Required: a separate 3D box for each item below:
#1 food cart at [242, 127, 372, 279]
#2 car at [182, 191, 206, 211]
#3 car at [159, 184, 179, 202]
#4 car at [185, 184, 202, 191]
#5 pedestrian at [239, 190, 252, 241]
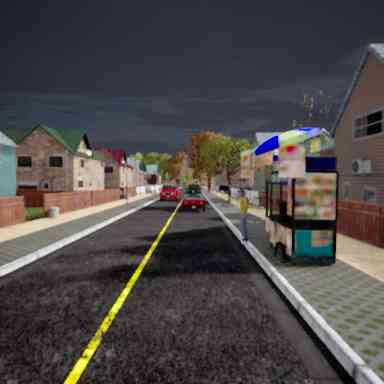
[{"bbox_3d":[3.054,0.179,10.151,2.280,3.560,4.660,1,2,0],"label":"food cart"},{"bbox_3d":[0.144,0.819,27.978,1.895,1.301,4.718,0,2,0],"label":"car"},{"bbox_3d":[-2.744,0.076,40.924,2.150,2.045,5.566,0,2,0],"label":"car"},{"bbox_3d":[0.193,-0.036,44.808,2.150,2.045,5.566,0,1,0],"label":"car"},{"bbox_3d":[1.867,0.804,11.768,0.375,1.860,0.375,-1,2,-3],"label":"pedestrian"}]
